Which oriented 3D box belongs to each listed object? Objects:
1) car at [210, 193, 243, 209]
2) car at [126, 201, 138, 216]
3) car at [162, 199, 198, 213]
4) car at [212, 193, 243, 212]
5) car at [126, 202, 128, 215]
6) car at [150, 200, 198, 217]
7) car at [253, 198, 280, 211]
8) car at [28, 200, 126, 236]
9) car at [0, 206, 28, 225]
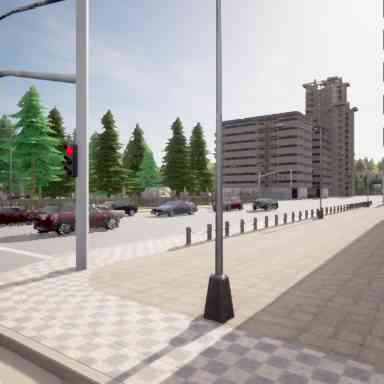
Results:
[{"bbox_3d":[4.927,1.221,46.638,2.150,2.045,5.566,0,0,36],"label":"car"},{"bbox_3d":[-7.084,1.478,29.877,1.882,1.535,5.008,0,0,36],"label":"car"},{"bbox_3d":[-1.331,1.564,37.941,1.994,1.385,4.181,0,0,35],"label":"car"},{"bbox_3d":[4.273,1.352,39.744,2.097,1.767,4.553,0,0,36],"label":"car"},{"bbox_3d":[-7.149,1.601,23.759,1.895,1.301,4.718,0,0,36],"label":"car"},{"bbox_3d":[-1.541,1.547,31.613,2.033,1.411,5.357,0,0,36],"label":"car"},{"bbox_3d":[8.930,1.504,39.928,1.837,1.490,4.892,0,0,35],"label":"car"},{"bbox_3d":[-6.282,1.352,18.645,2.097,1.767,4.553,0,0,36],"label":"car"},{"bbox_3d":[-12.575,1.601,22.261,1.895,1.301,4.718,0,0,37],"label":"car"}]
